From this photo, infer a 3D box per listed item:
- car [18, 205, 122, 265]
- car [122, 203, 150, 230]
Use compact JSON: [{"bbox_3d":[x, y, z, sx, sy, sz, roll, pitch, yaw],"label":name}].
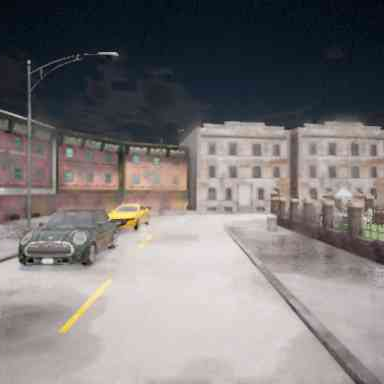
[{"bbox_3d":[-4.095,1.379,11.703,2.097,1.767,4.553,0,0,0],"label":"car"},{"bbox_3d":[-4.046,1.529,21.825,1.882,1.535,5.008,0,0,5],"label":"car"}]
